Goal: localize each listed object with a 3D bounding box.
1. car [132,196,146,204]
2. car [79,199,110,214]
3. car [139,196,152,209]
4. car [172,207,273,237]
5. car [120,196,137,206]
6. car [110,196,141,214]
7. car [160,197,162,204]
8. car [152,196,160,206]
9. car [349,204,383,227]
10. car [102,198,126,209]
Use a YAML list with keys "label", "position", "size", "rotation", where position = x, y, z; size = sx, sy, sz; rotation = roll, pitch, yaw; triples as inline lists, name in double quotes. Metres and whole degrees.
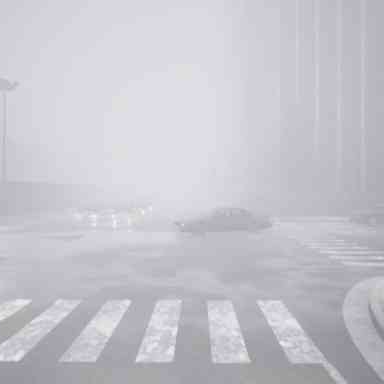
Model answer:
- label: "car"
  position: [-10.258, 1.471, 64.734]
  size: [1.812, 1.442, 4.674]
  rotation: [0, 0, 0]
- label: "car"
  position: [-10.464, 1.496, 35.255]
  size: [1.812, 1.442, 4.674]
  rotation: [0, 0, 0]
- label: "car"
  position: [-6.924, 1.488, 44.224]
  size: [1.812, 1.442, 4.674]
  rotation: [0, 0, 0]
- label: "car"
  position: [1.696, 1.535, 18.029]
  size: [5.357, 1.411, 2.033]
  rotation: [0, 0, -18]
- label: "car"
  position: [-10.345, 1.431, 54.687]
  size: [1.882, 1.535, 5.008]
  rotation: [0, 0, 1]
- label: "car"
  position: [-6.964, 1.496, 35.244]
  size: [1.812, 1.442, 4.674]
  rotation: [0, 0, 0]
- label: "car"
  position: [-6.763, 1.510, 63.470]
  size: [1.994, 1.385, 4.181]
  rotation: [0, 0, 0]
- label: "car"
  position: [-6.860, 1.446, 53.751]
  size: [2.128, 1.511, 4.902]
  rotation: [0, 0, 1]
- label: "car"
  position: [13.347, 1.541, 22.723]
  size: [4.892, 1.490, 1.837]
  rotation: [0, 0, 0]
- label: "car"
  position: [-10.426, 1.509, 44.835]
  size: [2.033, 1.411, 5.357]
  rotation: [0, 0, 0]
